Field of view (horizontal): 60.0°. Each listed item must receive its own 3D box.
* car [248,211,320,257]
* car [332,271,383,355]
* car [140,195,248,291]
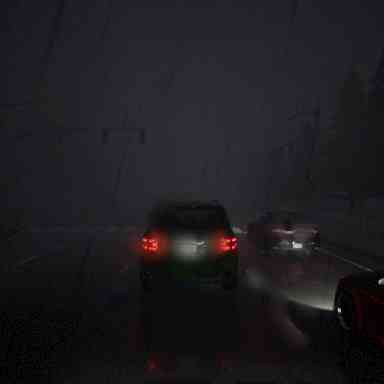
[{"bbox_3d":[3.336,1.492,12.951,2.128,1.511,4.902,0,0,0],"label":"car"},{"bbox_3d":[3.425,1.564,4.043,1.994,1.385,4.181,0,0,-1],"label":"car"},{"bbox_3d":[-0.098,1.221,9.194,2.150,2.045,5.566,0,0,-1],"label":"car"}]
